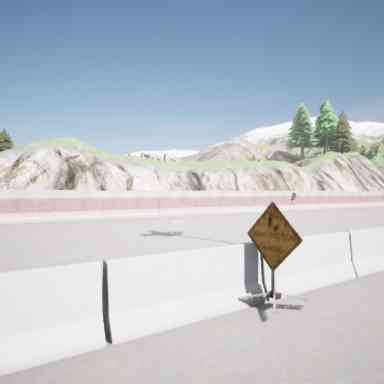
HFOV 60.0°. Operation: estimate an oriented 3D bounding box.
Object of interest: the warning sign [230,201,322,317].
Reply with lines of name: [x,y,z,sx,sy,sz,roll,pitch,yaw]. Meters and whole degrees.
warning sign: [1.548,1.112,6.263,1.060,1.860,1.300,0,0,-35]
